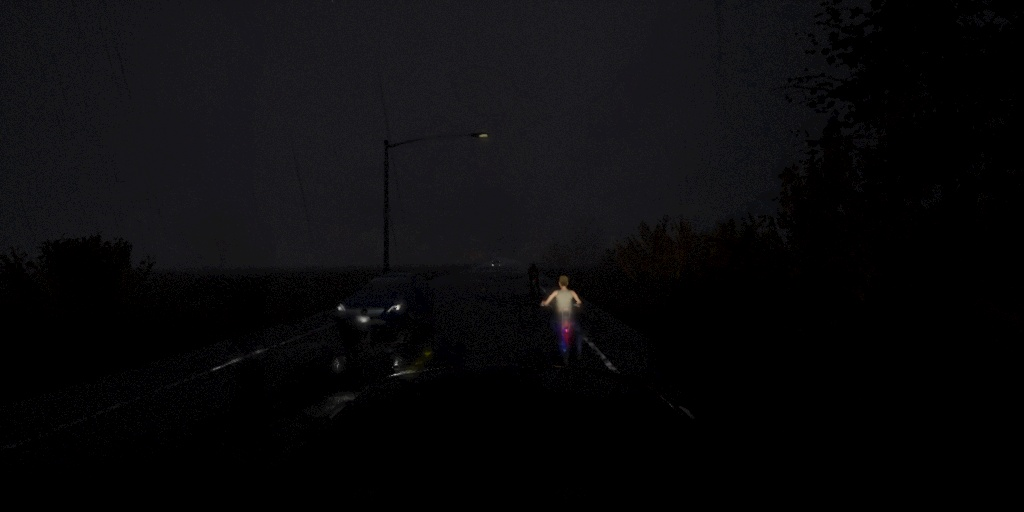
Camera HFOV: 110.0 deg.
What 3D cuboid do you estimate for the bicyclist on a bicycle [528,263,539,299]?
[{"bbox_3d":[1.034,1.171,17.091,0.582,1.620,1.656,0,0,0],"label":"bicyclist on a bicycle"}]

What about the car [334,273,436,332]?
[{"bbox_3d":[-3.556,1.257,10.950,1.812,1.442,4.674,0,0,0],"label":"car"}]

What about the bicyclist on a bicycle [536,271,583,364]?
[{"bbox_3d":[0.989,1.176,6.974,0.866,1.612,1.509,0,0,1],"label":"bicyclist on a bicycle"}]
